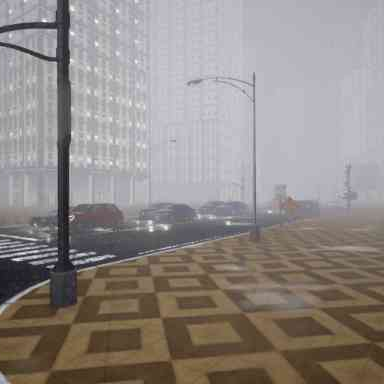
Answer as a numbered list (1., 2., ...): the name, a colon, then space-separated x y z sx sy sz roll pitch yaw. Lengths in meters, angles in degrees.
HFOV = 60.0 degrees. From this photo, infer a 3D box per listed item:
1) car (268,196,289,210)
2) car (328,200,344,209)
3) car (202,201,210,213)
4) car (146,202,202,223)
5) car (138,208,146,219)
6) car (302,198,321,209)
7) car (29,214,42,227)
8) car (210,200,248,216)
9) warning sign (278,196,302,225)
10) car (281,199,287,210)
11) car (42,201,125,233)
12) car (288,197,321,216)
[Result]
1. car: 13.044 1.560 49.269 2.150 2.045 5.566 0 -1 33
2. car: 23.127 1.953 53.133 1.895 1.301 4.718 0 0 31
3. car: 2.730 1.769 39.652 1.837 1.490 4.892 0 0 34
4. car: -1.415 1.699 27.787 1.812 1.442 4.674 0 -1 34
5. car: -2.952 1.706 31.302 1.837 1.490 4.892 0 -1 34
6. car: 19.065 1.831 52.789 1.882 1.535 5.008 0 0 31
7. car: -8.431 1.685 23.269 2.033 1.411 5.357 0 -1 34
8. car: 4.376 1.716 36.288 1.882 1.535 5.008 0 0 34
9. warning sign: 6.764 1.251 22.994 1.300 1.860 1.060 0 0 34
10. car: 13.843 1.898 44.394 1.895 1.301 4.718 0 -1 33
11. car: -6.359 1.468 20.500 2.097 1.767 4.553 0 -1 34
12. car: 12.387 1.587 36.184 2.097 1.767 4.553 0 -1 34
